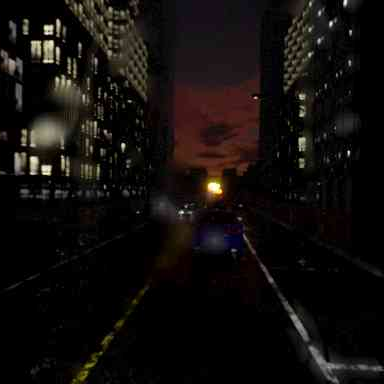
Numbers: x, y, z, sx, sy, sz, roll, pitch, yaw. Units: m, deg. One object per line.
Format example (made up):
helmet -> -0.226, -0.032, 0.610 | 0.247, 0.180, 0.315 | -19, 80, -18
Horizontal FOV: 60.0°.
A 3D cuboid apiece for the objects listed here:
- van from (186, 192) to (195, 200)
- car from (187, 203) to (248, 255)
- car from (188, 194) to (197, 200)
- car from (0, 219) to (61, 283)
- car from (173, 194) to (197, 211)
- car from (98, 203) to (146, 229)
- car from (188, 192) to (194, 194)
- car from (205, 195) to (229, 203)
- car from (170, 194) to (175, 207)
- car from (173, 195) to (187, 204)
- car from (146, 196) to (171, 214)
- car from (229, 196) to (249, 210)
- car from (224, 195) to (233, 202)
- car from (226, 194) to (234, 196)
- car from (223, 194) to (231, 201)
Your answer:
van -> -0.264, 0.932, 77.160 | 1.690, 1.788, 3.998 | 1, 0, 4
car -> 0.948, 1.428, 13.156 | 1.882, 1.535, 5.008 | 1, 0, 4
car -> 0.138, 1.130, 82.839 | 1.947, 1.339, 4.313 | 1, 0, 4
car -> -5.151, 1.446, 9.030 | 1.947, 1.339, 4.313 | 1, 0, 4
car -> -0.440, 1.296, 37.727 | 2.128, 1.511, 4.902 | 1, 0, 5
car -> -4.337, 1.418, 20.383 | 1.802, 1.307, 4.206 | 1, 0, 4
car -> -0.673, 1.057, 71.482 | 1.967, 1.590, 4.097 | 1, 0, 4
car -> 2.236, 1.355, 31.137 | 1.882, 1.535, 5.008 | 1, 0, 4
car -> -2.709, 1.287, 43.095 | 1.887, 1.381, 4.507 | 1, 0, 4
car -> -1.896, 1.276, 54.451 | 1.802, 1.307, 4.206 | 1, 0, 4
car -> -3.523, 1.341, 31.740 | 2.008, 1.369, 4.403 | 1, 0, 4
car -> 5.241, 1.459, 36.806 | 1.947, 1.339, 4.313 | 1, 0, 4
car -> 7.681, 1.325, 70.870 | 1.802, 1.307, 4.206 | 1, 0, 4
car -> 6.871, 1.235, 59.514 | 1.967, 1.590, 4.097 | 1, 0, 4
car -> 8.102, 1.241, 76.717 | 1.752, 1.417, 4.829 | 1, 0, 4
